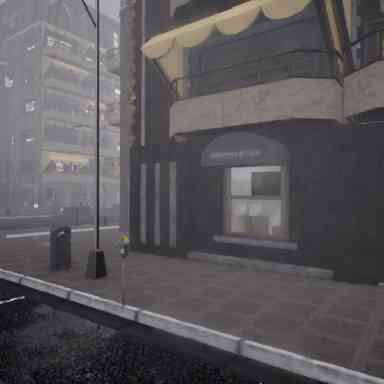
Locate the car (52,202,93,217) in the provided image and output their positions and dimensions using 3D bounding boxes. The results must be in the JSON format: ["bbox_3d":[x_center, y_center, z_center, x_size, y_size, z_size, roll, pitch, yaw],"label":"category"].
[{"bbox_3d":[-12.685,1.820,35.240,1.967,1.590,4.097,-1,-1,35],"label":"car"}]

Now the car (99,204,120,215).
[{"bbox_3d":[-9.403,2.063,39.864,1.802,1.307,4.206,-1,-1,35],"label":"car"}]
